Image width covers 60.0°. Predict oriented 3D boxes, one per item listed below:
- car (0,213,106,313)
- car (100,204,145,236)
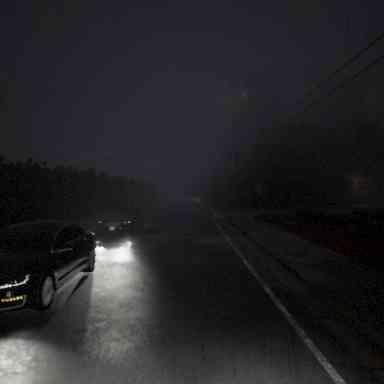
[{"bbox_3d":[-3.642,1.470,7.780,1.837,1.490,4.892,0,0,0],"label":"car"},{"bbox_3d":[-3.684,1.407,17.815,2.128,1.511,4.902,0,0,0],"label":"car"}]
